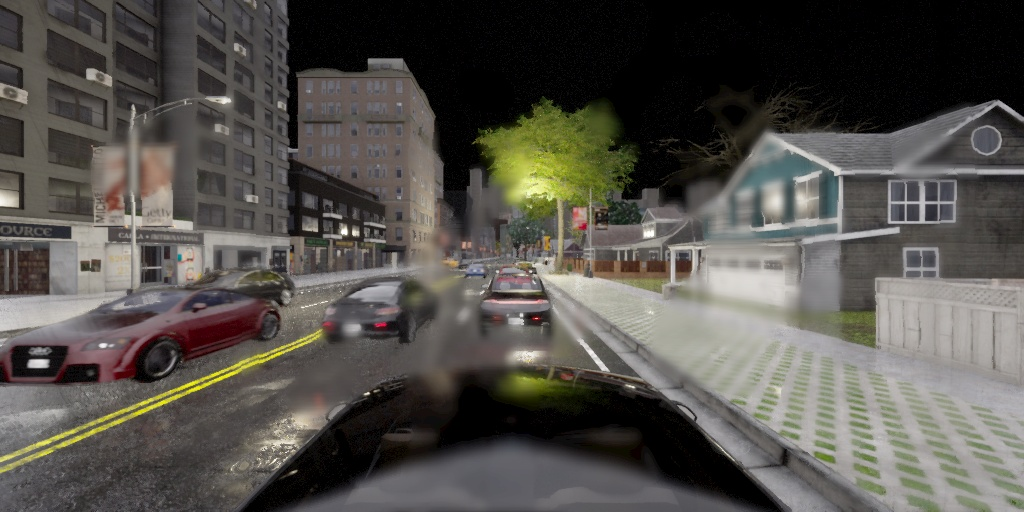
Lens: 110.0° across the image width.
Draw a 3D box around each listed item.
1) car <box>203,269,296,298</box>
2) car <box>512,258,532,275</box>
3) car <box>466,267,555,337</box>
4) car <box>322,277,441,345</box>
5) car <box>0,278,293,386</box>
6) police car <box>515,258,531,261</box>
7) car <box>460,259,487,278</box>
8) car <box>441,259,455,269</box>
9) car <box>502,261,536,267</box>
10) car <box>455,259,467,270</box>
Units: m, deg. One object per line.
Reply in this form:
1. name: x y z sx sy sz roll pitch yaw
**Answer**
1. car: -9.838 1.251 12.813 1.837 1.490 4.892 0 0 0
2. car: 1.014 1.069 39.417 2.097 1.767 4.553 0 0 0
3. car: 0.112 1.239 10.324 2.128 1.511 4.902 0 0 0
4. car: -3.141 1.274 9.411 1.812 1.442 4.674 0 0 0
5. car: -6.594 1.313 6.985 1.994 1.385 4.181 0 0 0
6. police car: 1.004 1.156 29.557 1.930 1.638 5.238 0 0 0
7. car: -3.119 1.274 32.666 2.033 1.411 5.357 0 0 0
8. car: -9.787 1.173 56.389 1.882 1.535 5.008 0 0 0
9. car: 0.119 1.219 19.828 1.882 1.535 5.008 0 0 0
10. car: -6.548 1.204 51.194 1.837 1.490 4.892 0 1 0
